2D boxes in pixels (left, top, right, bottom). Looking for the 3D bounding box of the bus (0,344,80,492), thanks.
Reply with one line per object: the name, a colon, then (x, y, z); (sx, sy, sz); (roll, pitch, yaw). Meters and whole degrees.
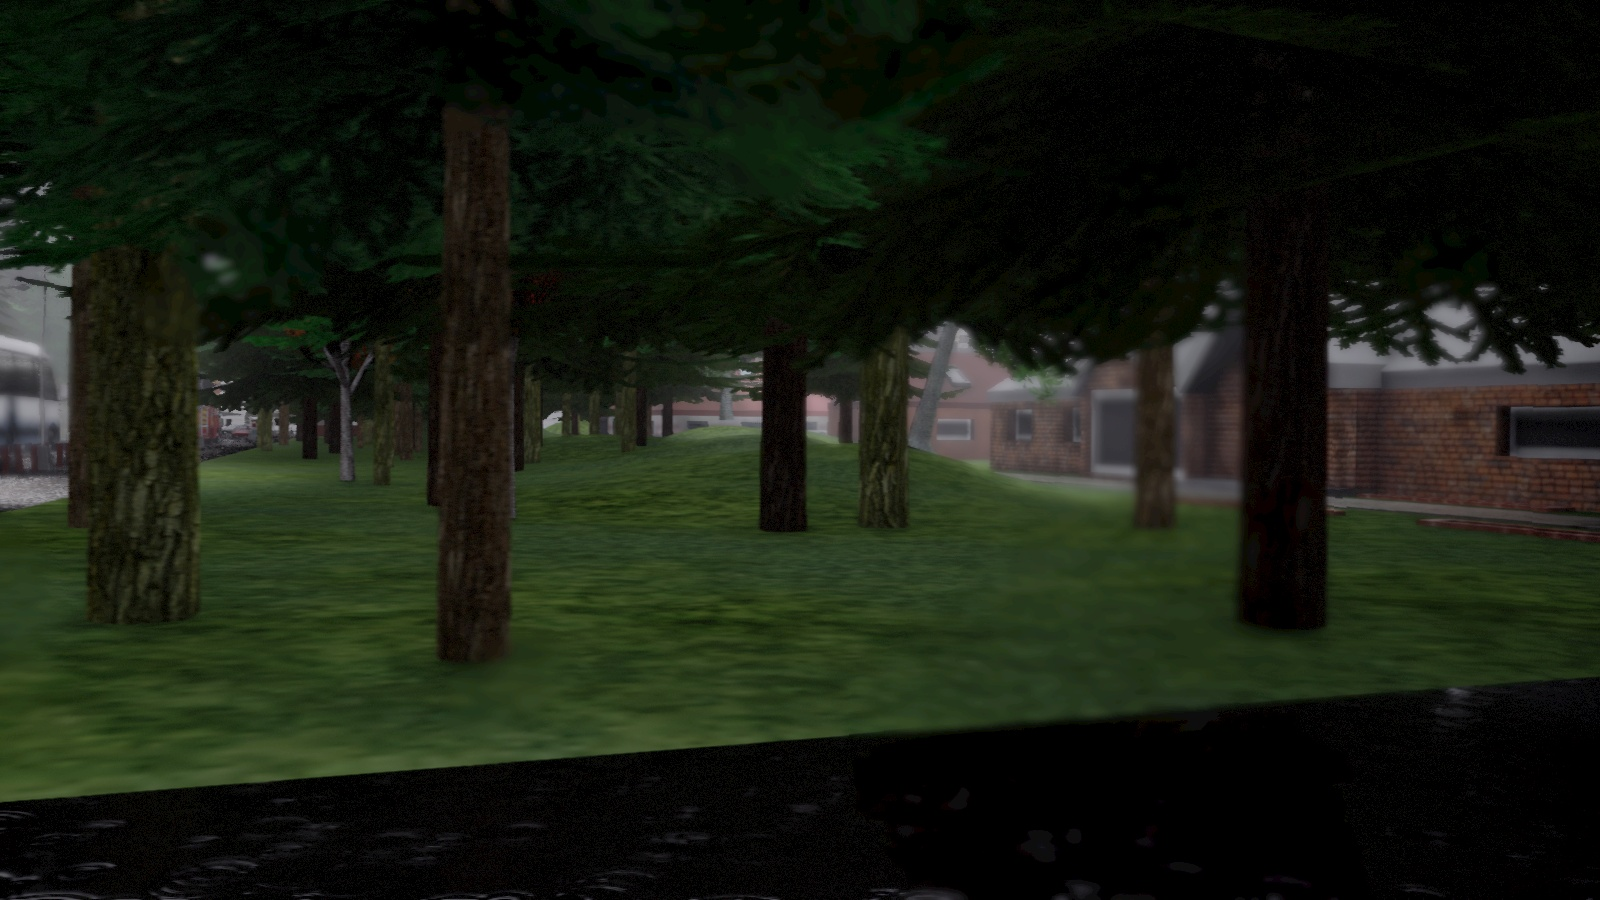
bus: (-26.475, -0.942, 40.470); (3.944, 4.253, 10.273); (-1, 1, -20)
